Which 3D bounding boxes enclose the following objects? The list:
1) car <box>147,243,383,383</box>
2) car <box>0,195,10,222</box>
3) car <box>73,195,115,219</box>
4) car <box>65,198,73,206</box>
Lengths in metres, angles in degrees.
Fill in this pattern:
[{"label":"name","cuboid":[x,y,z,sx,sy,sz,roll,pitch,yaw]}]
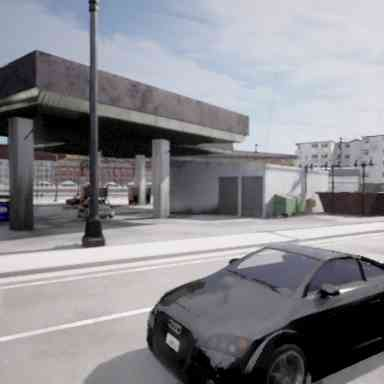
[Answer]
[{"label":"car","cuboid":[1.482,1.507,4.801,4.181,1.385,1.994,0,1,-32]},{"label":"car","cuboid":[-11.577,1.013,20.486,2.242,1.667,4.611,0,1,-30]},{"label":"car","cuboid":[-7.015,1.144,24.062,1.970,1.475,3.806,0,1,-30]},{"label":"car","cuboid":[-13.136,1.066,41.210,1.895,1.301,4.718,1,1,32]}]
